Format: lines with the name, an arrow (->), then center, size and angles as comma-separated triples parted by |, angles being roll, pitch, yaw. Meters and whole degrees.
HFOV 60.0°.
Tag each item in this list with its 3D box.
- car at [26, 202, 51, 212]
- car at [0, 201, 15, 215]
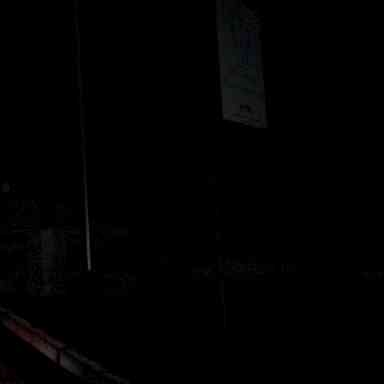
car -> -23.520, 2.230, 51.204 | 1.994, 1.385, 4.181 | -4, -1, 7
car -> -23.178, 1.880, 39.824 | 2.097, 1.767, 4.553 | -3, 0, -5
